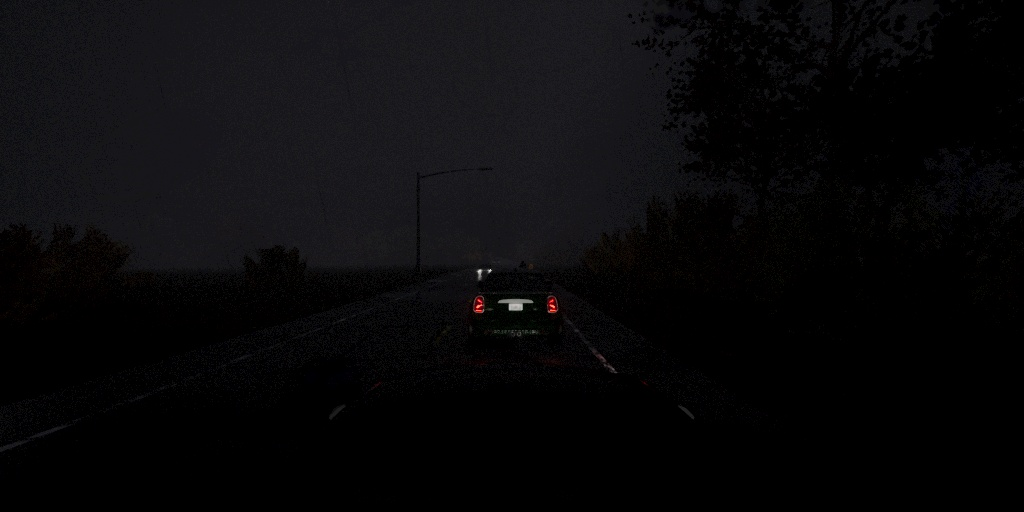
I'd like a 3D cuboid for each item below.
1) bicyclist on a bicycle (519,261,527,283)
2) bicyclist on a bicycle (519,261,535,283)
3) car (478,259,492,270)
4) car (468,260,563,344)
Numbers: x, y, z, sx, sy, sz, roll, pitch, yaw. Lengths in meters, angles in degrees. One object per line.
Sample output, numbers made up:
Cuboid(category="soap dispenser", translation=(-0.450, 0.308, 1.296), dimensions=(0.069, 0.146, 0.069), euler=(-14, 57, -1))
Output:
Cuboid(category="bicyclist on a bicycle", translation=(0.836, 1.193, 27.188), dimensions=(0.582, 1.620, 1.656), euler=(0, 0, 0))
Cuboid(category="bicyclist on a bicycle", translation=(0.901, 1.180, 17.071), dimensions=(0.866, 1.612, 1.509), euler=(0, 0, 0))
Cuboid(category="car", translation=(-3.989, 1.261, 53.166), dimensions=(1.812, 1.442, 4.674), euler=(0, 0, -1))
Cuboid(category="car", translation=(0.071, 1.099, 9.727), dimensions=(2.097, 1.767, 4.553), euler=(0, 0, 0))
